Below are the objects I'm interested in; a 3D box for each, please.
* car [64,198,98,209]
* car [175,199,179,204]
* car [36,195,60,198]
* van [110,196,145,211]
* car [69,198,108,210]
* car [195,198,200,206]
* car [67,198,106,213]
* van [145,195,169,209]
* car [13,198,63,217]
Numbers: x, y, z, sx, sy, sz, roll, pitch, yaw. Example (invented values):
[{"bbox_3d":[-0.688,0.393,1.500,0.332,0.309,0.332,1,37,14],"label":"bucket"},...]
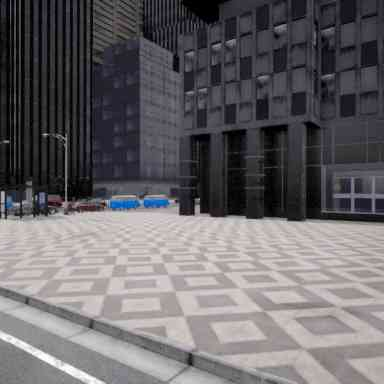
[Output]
[{"bbox_3d":[-15.002,1.549,45.153,1.802,1.307,4.206,0,0,35],"label":"car"},{"bbox_3d":[-1.079,1.576,59.949,1.895,1.301,4.718,0,0,35],"label":"car"},{"bbox_3d":[-18.293,1.285,40.527,2.192,1.841,5.009,0,0,35],"label":"car"},{"bbox_3d":[-8.055,1.332,40.211,1.690,1.788,3.998,0,0,35],"label":"van"},{"bbox_3d":[-13.293,1.500,42.959,1.812,1.442,4.674,0,0,35],"label":"car"},{"bbox_3d":[1.821,1.570,54.087,1.802,1.307,4.206,0,0,35],"label":"car"},{"bbox_3d":[-11.348,1.576,35.585,1.802,1.307,4.206,0,0,35],"label":"car"},{"bbox_3d":[-4.763,1.330,44.836,1.690,1.788,3.998,0,0,35],"label":"van"},{"bbox_3d":[-14.641,1.549,30.960,2.008,1.369,4.403,0,0,35],"label":"car"}]
